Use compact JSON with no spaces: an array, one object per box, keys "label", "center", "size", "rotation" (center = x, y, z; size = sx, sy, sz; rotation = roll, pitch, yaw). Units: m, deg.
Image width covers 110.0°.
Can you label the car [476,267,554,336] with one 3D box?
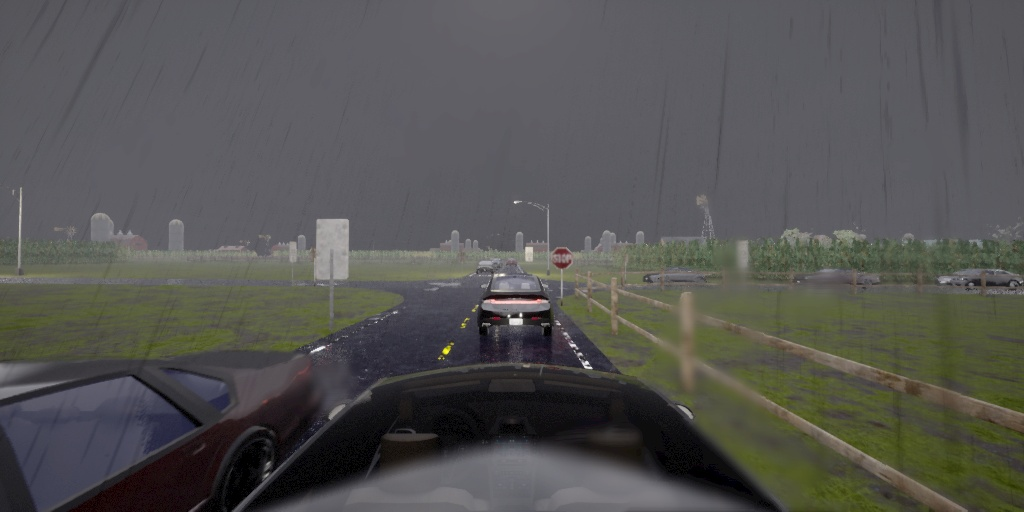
[{"label":"car","center":[0.081,1.243,10.370],"size":[2.128,1.511,4.902],"rotation":[0,0,0]}]

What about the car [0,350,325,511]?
[{"label":"car","center":[-2.845,1.298,1.360],"size":[2.033,1.411,5.357],"rotation":[0,0,0]}]

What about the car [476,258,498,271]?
[{"label":"car","center":[-2.950,1.215,40.901],"size":[1.882,1.535,5.008],"rotation":[0,0,0]}]

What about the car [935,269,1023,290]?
[{"label":"car","center":[33.968,1.676,26.164],"size":[4.902,1.511,2.128],"rotation":[1,-1,0]}]

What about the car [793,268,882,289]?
[{"label":"car","center":[23.610,1.607,26.182],"size":[5.357,1.411,2.033],"rotation":[1,-1,-1]}]

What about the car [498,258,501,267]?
[{"label":"car","center":[-2.970,1.293,50.060],"size":[1.994,1.385,4.181],"rotation":[0,0,0]}]

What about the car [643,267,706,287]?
[{"label":"car","center":[11.772,1.483,26.098],"size":[4.181,1.385,1.994],"rotation":[1,-1,-2]}]
